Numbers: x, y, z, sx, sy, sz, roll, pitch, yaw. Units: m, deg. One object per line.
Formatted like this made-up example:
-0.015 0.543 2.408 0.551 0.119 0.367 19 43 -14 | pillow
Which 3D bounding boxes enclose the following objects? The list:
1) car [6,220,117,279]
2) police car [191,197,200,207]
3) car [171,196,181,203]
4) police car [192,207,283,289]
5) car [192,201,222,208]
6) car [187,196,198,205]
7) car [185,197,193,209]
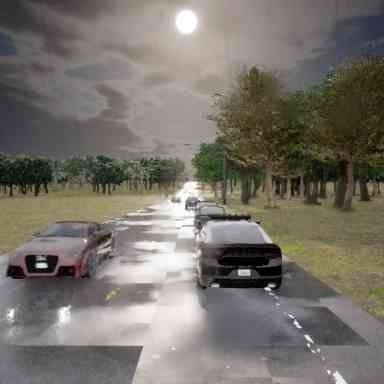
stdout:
-3.591 1.567 9.925 1.994 1.385 4.181 0 0 0 | car
1.079 1.459 25.305 1.930 1.638 5.238 0 0 0 | police car
-3.416 1.586 70.925 2.128 1.511 4.902 0 0 0 | car
1.060 1.428 9.302 1.930 1.638 5.238 0 0 0 | police car
1.071 1.495 19.194 1.882 1.535 5.008 0 0 0 | car
0.073 1.581 61.826 1.882 1.535 5.008 0 0 0 | car
0.092 1.446 47.176 2.097 1.767 4.553 0 0 1 | car
